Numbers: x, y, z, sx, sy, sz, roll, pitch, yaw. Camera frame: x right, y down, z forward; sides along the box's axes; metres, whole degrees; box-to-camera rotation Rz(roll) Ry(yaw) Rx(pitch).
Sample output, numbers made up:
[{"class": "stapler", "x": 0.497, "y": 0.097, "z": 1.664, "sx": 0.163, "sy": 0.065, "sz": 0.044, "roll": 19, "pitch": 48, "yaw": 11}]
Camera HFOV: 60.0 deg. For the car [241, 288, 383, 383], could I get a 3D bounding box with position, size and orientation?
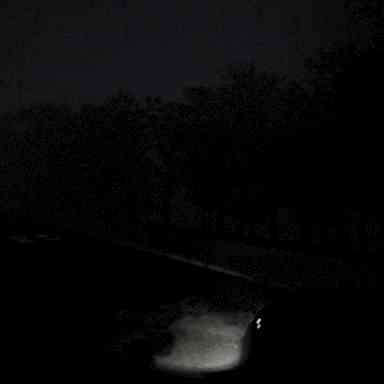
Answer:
[{"class": "car", "x": 2.452, "y": 1.506, "z": 2.840, "sx": 1.994, "sy": 1.385, "sz": 4.181, "roll": -1, "pitch": 1, "yaw": -40}]
